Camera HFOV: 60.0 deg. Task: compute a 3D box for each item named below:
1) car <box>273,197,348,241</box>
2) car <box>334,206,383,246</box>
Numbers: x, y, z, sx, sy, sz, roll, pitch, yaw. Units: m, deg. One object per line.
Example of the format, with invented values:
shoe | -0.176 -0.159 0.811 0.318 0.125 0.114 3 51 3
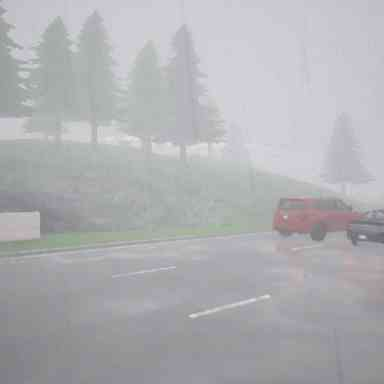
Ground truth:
car | 6.538 1.255 16.851 5.566 2.045 2.150 0 0 -34
car | 8.469 1.492 13.932 4.902 1.511 2.128 0 0 -34
